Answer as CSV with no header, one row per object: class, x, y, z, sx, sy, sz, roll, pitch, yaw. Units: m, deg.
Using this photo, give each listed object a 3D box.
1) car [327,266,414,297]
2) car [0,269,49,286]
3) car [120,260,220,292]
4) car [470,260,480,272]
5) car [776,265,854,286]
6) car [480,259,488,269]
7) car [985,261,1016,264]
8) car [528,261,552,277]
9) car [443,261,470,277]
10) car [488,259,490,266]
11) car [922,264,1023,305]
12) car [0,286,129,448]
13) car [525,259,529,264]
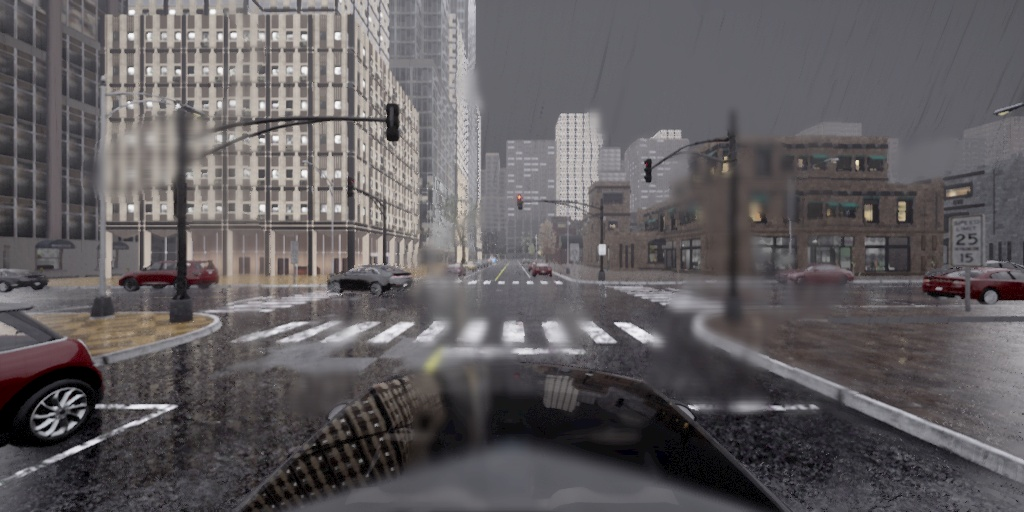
car,-7.394,1.244,18.611,4.902,1.511,2.128,-1,-1,25
car,-31.428,1.496,22.102,4.403,1.370,2.007,0,0,-1
car,-21.018,1.191,22.205,5.009,1.841,2.192,0,0,-1
car,-5.465,1.265,45.699,1.751,1.417,4.829,0,0,0
car,19.054,1.190,22.601,4.207,1.307,1.802,0,0,-1
car,-5.405,1.292,56.951,2.007,1.370,4.403,0,0,0
car,26.204,1.062,20.081,4.892,1.490,1.837,0,0,-1
car,2.860,1.285,34.744,1.888,1.381,4.507,0,0,0
car,-5.521,1.322,34.788,1.802,1.307,4.207,0,0,0
car,-5.377,1.309,62.491,1.948,1.339,4.313,0,0,0
car,19.137,1.145,14.220,4.507,1.381,1.888,0,0,-1
car,-5.690,1.189,2.321,1.967,1.591,4.097,0,0,0
car,2.917,1.322,45.826,1.802,1.307,4.207,0,0,0
